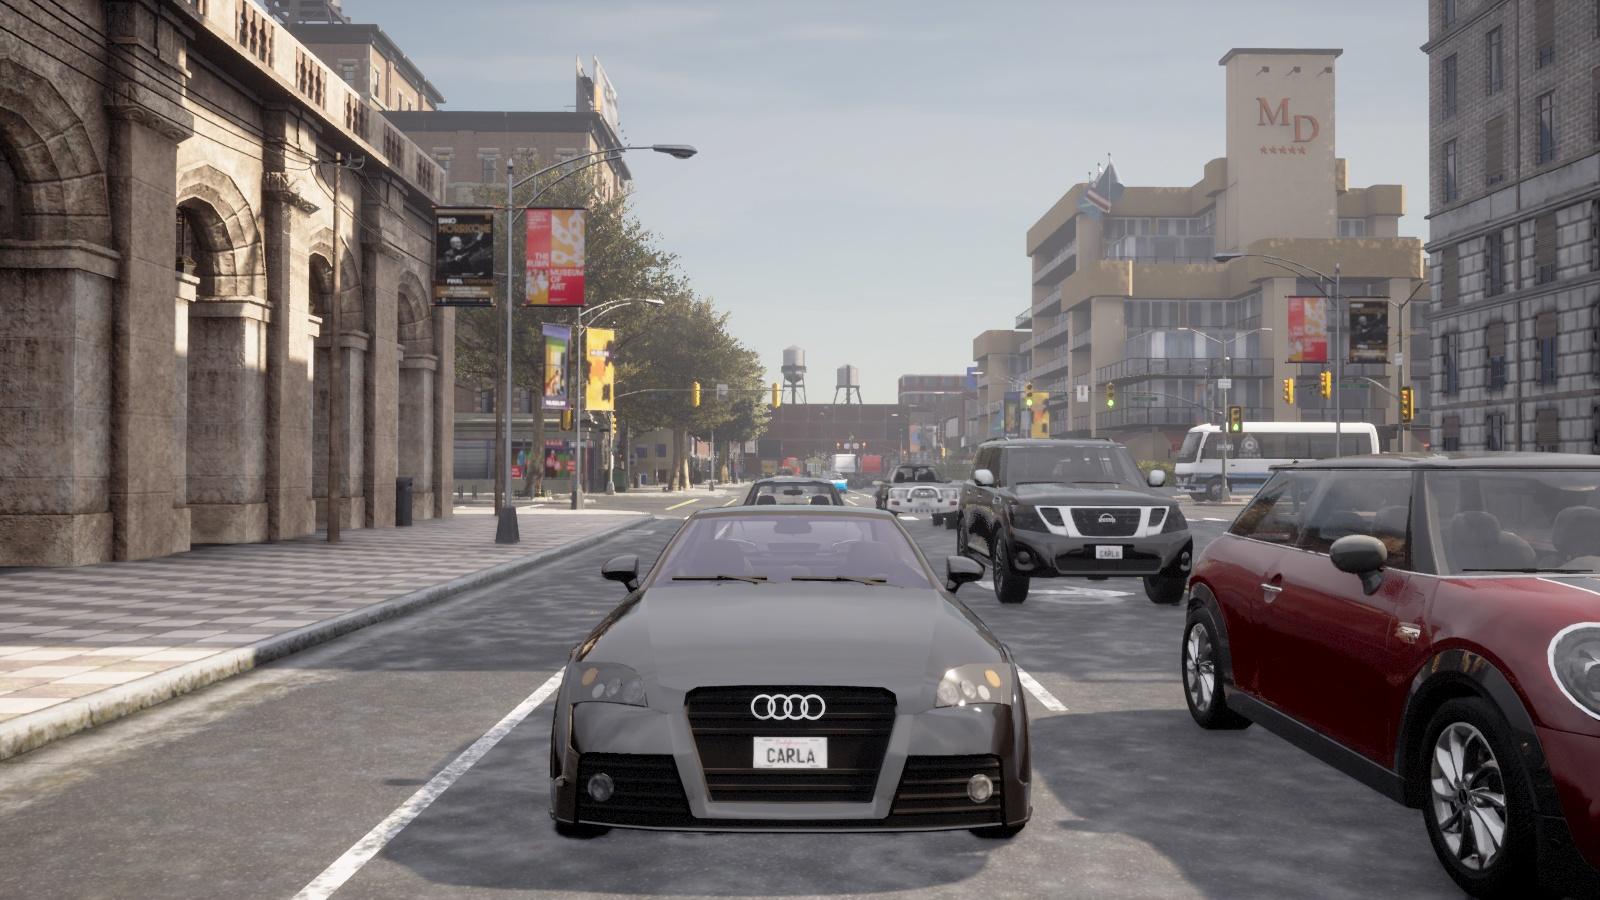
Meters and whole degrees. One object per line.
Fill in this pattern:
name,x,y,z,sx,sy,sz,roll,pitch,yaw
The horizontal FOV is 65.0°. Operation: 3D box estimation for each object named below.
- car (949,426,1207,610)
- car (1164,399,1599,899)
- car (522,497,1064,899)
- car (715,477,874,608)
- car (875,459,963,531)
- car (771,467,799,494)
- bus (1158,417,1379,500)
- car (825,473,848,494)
car,3.426,0.801,16.761,2.150,2.045,5.566,0,-1,0
car,3.469,0.760,5.993,2.097,1.767,4.553,0,-1,0
car,-0.032,0.991,6.719,1.994,1.385,4.181,0,-1,0
car,-0.072,1.105,16.502,1.816,1.474,4.193,0,-1,0
car,3.230,1.202,34.848,1.932,1.855,4.605,0,-1,-1
car,-1.044,2.123,88.868,1.932,1.855,4.605,0,-1,-1
bus,24.795,0.460,66.964,10.273,4.253,3.944,0,-1,-1
car,2.497,2.302,86.116,1.481,1.376,2.207,0,-1,-1
